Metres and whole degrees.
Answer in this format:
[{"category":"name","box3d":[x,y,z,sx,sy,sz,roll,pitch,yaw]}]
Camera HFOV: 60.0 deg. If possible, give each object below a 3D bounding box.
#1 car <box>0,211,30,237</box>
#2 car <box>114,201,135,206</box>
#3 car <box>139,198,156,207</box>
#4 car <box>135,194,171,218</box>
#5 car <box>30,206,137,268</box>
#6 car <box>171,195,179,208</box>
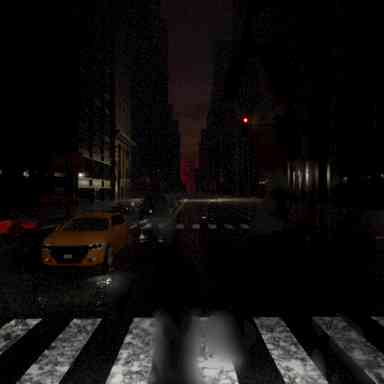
[{"category":"car","box3d":[-10.332,1.634,16.263,4.718,1.301,1.895,-1,0,-44]},{"category":"car","box3d":[-6.624,1.584,32.313,1.895,1.301,4.718,0,0,0]},{"category":"car","box3d":[-6.627,1.567,50.322,1.895,1.301,4.718,0,0,0]},{"category":"car","box3d":[-3.371,1.200,29.995,2.150,2.045,5.566,0,1,0]},{"category":"car","box3d":[-3.368,1.466,11.494,1.882,1.535,5.008,0,0,0]},{"category":"car","box3d":[-3.378,1.461,47.328,2.128,1.511,4.902,0,0,0]}]
